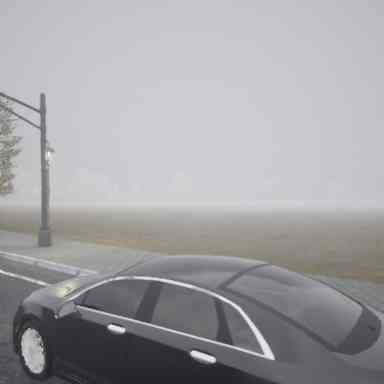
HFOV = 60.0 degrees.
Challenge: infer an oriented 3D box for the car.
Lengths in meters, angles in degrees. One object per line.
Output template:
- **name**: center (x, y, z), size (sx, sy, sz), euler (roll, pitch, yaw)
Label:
- **car**: center (-0.170, 1.511, 3.837), size (4.892, 1.490, 1.837), euler (0, 0, 36)
